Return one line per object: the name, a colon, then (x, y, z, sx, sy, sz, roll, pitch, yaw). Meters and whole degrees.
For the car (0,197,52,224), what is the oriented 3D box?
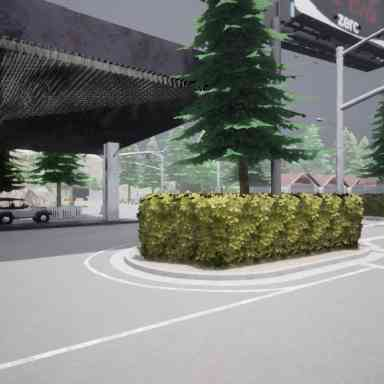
car: (-12.050, 1.313, 23.427, 3.866, 1.878, 1.905, 0, 0, -36)
